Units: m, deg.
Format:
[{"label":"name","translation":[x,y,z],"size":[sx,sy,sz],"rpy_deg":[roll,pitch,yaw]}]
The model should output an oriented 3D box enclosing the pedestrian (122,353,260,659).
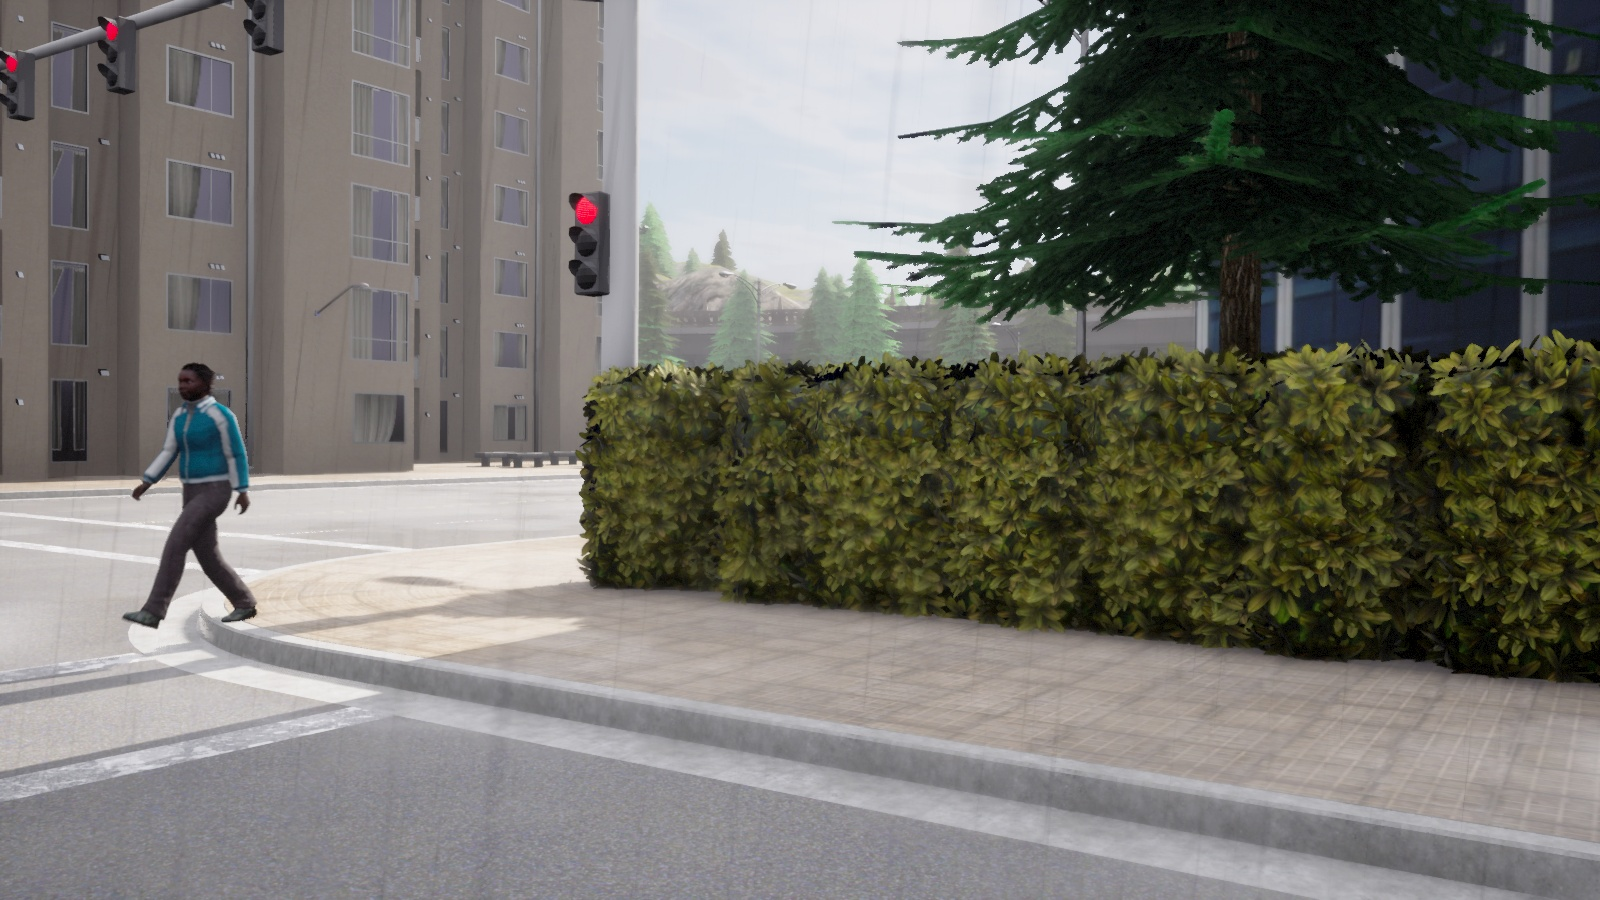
[{"label":"pedestrian","translation":[-4.014,0.349,8.303],"size":[0.396,1.930,0.692],"rpy_deg":[0,1,29]}]
